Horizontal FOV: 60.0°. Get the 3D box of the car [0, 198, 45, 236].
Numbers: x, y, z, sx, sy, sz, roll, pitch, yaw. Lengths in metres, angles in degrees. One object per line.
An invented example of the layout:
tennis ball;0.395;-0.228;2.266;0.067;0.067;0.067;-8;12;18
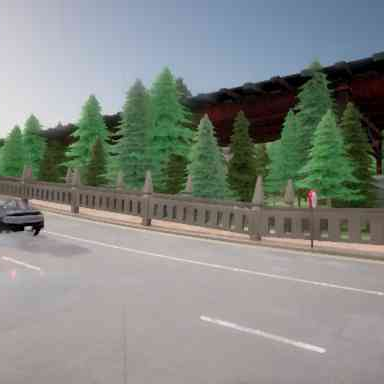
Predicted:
car;-8.178;1.006;14.052;4.902;1.511;2.128;5;3;36
